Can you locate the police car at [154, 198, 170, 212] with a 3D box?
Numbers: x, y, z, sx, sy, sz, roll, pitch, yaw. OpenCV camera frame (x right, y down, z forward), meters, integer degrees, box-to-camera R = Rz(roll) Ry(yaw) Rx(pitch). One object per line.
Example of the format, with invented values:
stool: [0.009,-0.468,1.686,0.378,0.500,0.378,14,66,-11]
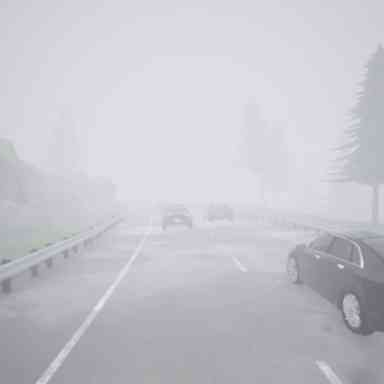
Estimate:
police car: [-3.629,1.606,41.031,1.930,1.638,5.238,0,0,-11]

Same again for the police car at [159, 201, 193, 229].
police car: [-1.094,1.604,22.871,2.038,1.542,4.974,0,0,-5]

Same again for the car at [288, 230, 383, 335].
car: [3.431,1.528,6.752,1.837,1.490,4.892,0,0,-1]

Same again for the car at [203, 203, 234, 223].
car: [2.031,1.602,26.755,2.128,1.511,4.902,0,0,-6]
